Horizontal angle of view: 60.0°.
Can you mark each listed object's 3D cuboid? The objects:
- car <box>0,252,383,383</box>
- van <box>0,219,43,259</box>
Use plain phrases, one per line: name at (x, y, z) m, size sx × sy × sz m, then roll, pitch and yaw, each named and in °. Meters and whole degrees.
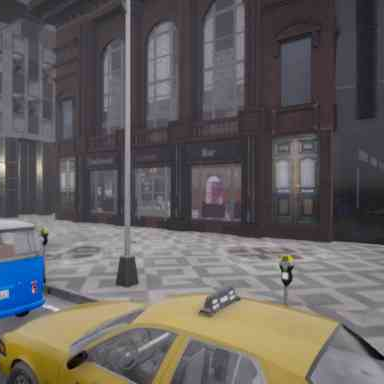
car at (0.025, 1.525, 2.943) m, size 4.829 × 1.417 × 1.752 m, roll 0°, pitch 0°, yaw 36°
van at (-4.420, 1.340, 6.122) m, size 3.998 × 1.788 × 1.690 m, roll 0°, pitch 0°, yaw 36°
